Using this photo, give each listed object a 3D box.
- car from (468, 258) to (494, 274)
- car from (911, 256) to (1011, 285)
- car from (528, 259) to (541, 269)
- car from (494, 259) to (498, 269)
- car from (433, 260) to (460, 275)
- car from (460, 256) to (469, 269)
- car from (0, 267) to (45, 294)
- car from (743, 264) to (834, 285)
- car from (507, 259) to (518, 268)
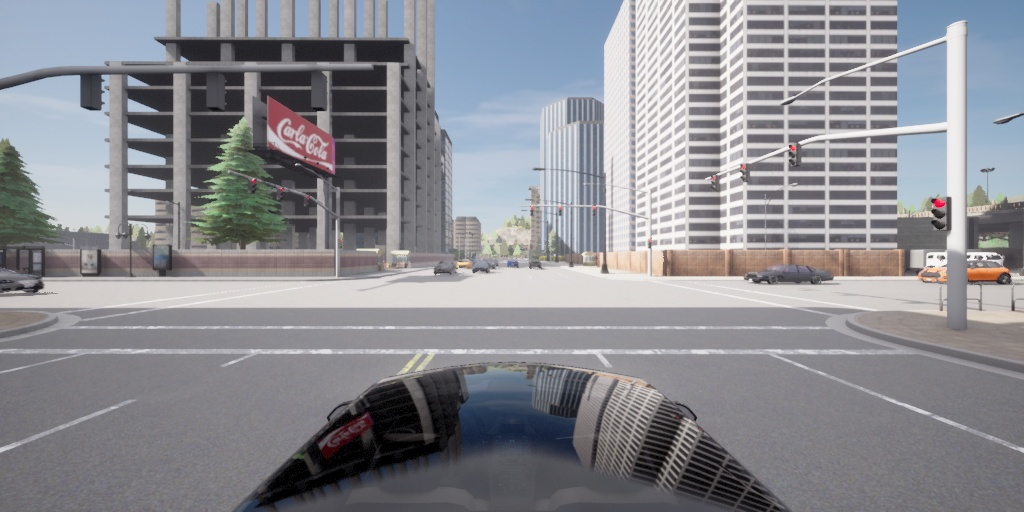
[{"bbox_3d":[-3.575,1.297,42.322,2.033,1.411,5.357,0,0,0],"label":"car"},{"bbox_3d":[32.087,1.102,25.539,4.553,1.767,2.097,0,0,3],"label":"car"},{"bbox_3d":[3.624,1.254,57.331,1.837,1.490,4.892,0,0,0],"label":"car"},{"bbox_3d":[-3.566,1.101,53.262,2.097,1.767,4.553,0,0,0],"label":"car"},{"bbox_3d":[-7.079,1.250,38.319,1.837,1.490,4.892,0,1,0],"label":"car"},{"bbox_3d":[-7.068,1.226,53.061,1.882,1.535,5.008,0,0,0],"label":"car"},{"bbox_3d":[-26.822,1.241,18.110,4.902,1.511,2.128,0,0,0],"label":"car"},{"bbox_3d":[19.647,1.297,25.537,5.357,1.411,2.033,0,0,0],"label":"car"},{"bbox_3d":[0.127,1.226,62.920,1.882,1.535,5.008,0,0,0],"label":"car"}]
